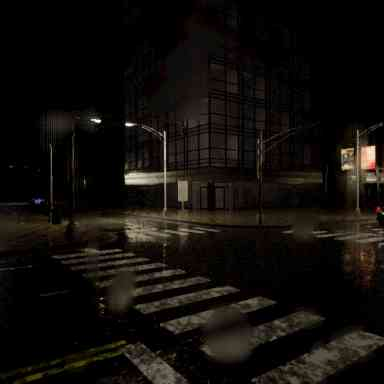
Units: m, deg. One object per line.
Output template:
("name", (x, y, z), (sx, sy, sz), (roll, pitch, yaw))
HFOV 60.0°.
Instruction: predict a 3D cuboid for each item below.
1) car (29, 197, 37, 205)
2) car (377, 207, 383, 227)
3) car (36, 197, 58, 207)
("car", (-28.697, 1.691, 61.444), (2.033, 1.411, 5.357), (0, 0, -36))
("car", (14.401, 1.228, 21.818), (5.566, 2.045, 2.150), (0, 0, -35))
("car", (-23.003, 1.714, 53.211), (1.895, 1.301, 4.718), (0, 0, -35))
